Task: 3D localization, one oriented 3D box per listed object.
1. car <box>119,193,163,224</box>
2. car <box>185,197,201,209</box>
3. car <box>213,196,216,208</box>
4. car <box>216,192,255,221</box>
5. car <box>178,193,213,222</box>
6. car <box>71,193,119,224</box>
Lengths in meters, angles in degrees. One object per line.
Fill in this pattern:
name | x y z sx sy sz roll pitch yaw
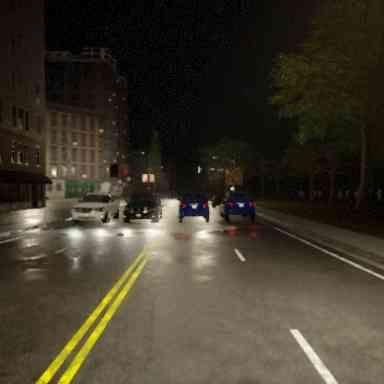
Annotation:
car | -3.321 1.069 23.406 2.150 2.045 5.566 0 0 0
car | 0.152 1.322 42.095 1.895 1.301 4.718 0 0 0
car | 3.399 1.229 41.784 1.837 1.490 4.892 0 1 0
car | 3.392 1.048 25.596 2.150 2.045 5.566 0 -1 0
car | 0.123 1.061 24.790 2.150 2.045 5.566 0 0 -1
car | -6.572 1.069 23.422 2.150 2.045 5.566 0 0 0
